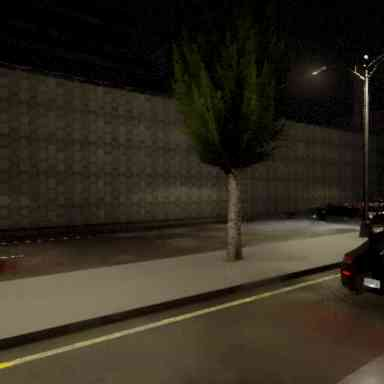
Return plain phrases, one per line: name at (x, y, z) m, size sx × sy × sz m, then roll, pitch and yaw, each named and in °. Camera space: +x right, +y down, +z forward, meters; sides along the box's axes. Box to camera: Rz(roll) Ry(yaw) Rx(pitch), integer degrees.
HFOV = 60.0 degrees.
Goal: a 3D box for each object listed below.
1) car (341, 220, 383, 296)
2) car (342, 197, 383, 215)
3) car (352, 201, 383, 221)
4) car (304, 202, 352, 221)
car at (5.173, 1.483, 7.430) m, size 4.674 × 1.442 × 1.812 m, roll 0°, pitch 0°, yaw -35°
car at (15.269, 1.167, 28.888) m, size 4.718 × 1.301 × 1.895 m, roll 0°, pitch 0°, yaw -36°
car at (13.956, 1.367, 23.703) m, size 4.902 × 1.511 × 2.128 m, roll 0°, pitch 0°, yaw -35°
car at (10.837, 1.482, 25.791) m, size 4.718 × 1.301 × 1.895 m, roll 0°, pitch 0°, yaw -35°
